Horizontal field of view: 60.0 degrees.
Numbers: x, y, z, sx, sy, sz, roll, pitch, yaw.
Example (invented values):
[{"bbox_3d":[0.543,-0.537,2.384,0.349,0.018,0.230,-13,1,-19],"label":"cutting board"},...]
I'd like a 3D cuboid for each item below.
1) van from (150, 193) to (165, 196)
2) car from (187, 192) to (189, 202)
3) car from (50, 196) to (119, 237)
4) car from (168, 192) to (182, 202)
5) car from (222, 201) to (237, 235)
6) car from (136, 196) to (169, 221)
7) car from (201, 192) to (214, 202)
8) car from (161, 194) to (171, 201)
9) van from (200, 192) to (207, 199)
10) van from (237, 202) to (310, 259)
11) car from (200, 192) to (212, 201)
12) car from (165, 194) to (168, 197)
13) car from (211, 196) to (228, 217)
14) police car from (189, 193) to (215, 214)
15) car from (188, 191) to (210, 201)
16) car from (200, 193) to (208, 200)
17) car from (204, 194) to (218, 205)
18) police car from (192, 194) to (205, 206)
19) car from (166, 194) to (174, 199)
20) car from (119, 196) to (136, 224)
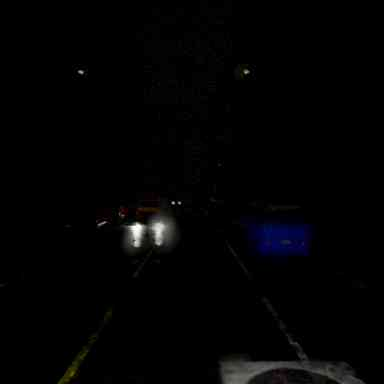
[{"bbox_3d":[-5.665,1.044,51.459,1.690,1.788,3.998,0,0,0],"label":"van"},{"bbox_3d":[0.003,1.170,66.534,1.812,1.442,4.674,0,0,0],"label":"car"},{"bbox_3d":[-5.666,1.221,17.627,2.192,1.841,5.009,0,0,0],"label":"car"},{"bbox_3d":[-3.009,1.184,65.809,2.033,1.411,5.357,0,0,0],"label":"car"},{"bbox_3d":[2.860,1.431,17.777,1.752,1.417,4.829,0,0,0],"label":"car"},{"bbox_3d":[-3.099,1.336,25.544,1.882,1.535,5.008,0,0,0],"label":"car"},{"bbox_3d":[2.859,0.966,62.723,2.192,1.841,5.009,0,0,0],"label":"car"},{"bbox_3d":[-5.666,1.150,74.016,1.887,1.381,4.507,0,0,0],"label":"car"},{"bbox_3d":[2.860,0.902,85.281,1.690,1.788,3.998,0,0,0],"label":"van"},{"bbox_3d":[2.860,1.280,11.964,1.690,1.788,3.998,0,0,0],"label":"van"},{"bbox_3d":[2.860,0.943,68.362,2.192,1.841,5.009,0,0,0],"label":"car"},{"bbox_3d":[-5.666,1.241,57.099,1.947,1.339,4.313,0,0,0],"label":"car"},{"bbox_3d":[2.867,1.360,29.090,1.752,1.417,4.829,0,1,1],"label":"car"},{"bbox_3d":[0.900,1.233,33.310,1.930,1.638,5.238,0,0,0],"label":"police car"},{"bbox_3d":[0.900,1.099,43.170,2.097,1.767,4.553,0,0,0],"label":"car"},{"bbox_3d":[2.860,1.024,79.642,1.967,1.590,4.097,0,0,0],"label":"car"},{"bbox_3d":[2.860,1.143,51.444,1.967,1.590,4.097,0,0,0],"label":"car"},{"bbox_3d":[0.901,1.139,49.311,1.930,1.638,5.238,0,0,0],"label":"police car"},{"bbox_3d":[-5.666,1.143,85.294,1.802,1.307,4.206,0,0,0],"label":"car"},{"bbox_3d":[-5.666,1.188,23.267,2.192,1.841,5.009,0,0,0],"label":"car"}]
